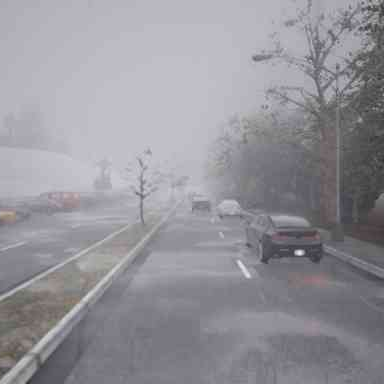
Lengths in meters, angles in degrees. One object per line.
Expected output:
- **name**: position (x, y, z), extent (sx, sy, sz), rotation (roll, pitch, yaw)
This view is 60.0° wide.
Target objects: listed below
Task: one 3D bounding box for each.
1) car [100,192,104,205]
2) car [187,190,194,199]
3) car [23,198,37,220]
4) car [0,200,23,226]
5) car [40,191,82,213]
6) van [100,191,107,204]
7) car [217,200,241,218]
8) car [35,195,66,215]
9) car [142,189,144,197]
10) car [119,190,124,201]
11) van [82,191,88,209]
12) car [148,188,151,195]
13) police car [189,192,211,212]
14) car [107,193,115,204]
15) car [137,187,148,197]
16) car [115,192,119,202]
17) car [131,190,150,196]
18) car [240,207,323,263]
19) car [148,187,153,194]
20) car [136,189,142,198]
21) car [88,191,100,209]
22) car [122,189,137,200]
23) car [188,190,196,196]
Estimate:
- **car**: position (-13.860, 1.118, 41.317), extent (4.892, 1.521, 2.231), rotation (-1, 1, -20)
- **car**: position (-0.014, 0.549, 70.897), extent (2.128, 1.511, 4.902), rotation (0, 1, 0)
- **car**: position (-13.846, 1.405, 23.426), extent (4.792, 1.488, 2.163), rotation (-1, 0, -20)
- **car**: position (-13.702, 1.400, 20.499), extent (5.366, 1.575, 1.946), rotation (-1, 0, -20)
- **car**: position (-13.899, 1.008, 32.350), extent (5.566, 2.045, 2.435), rotation (-1, 1, -20)
- **van**: position (-13.976, 0.846, 44.253), extent (4.442, 1.987, 1.878), rotation (-1, 1, -20)
- **car**: position (3.083, 1.354, 27.712), extent (1.812, 1.442, 4.674), rotation (0, 1, 0)
- **car**: position (-13.867, 1.341, 29.383), extent (4.674, 1.452, 2.002), rotation (-1, 1, -20)
- **car**: position (-13.856, 0.623, 74.282), extent (4.674, 1.452, 2.002), rotation (-1, 1, -20)
- **car**: position (-13.835, 0.956, 53.282), extent (4.792, 1.488, 2.163), rotation (-1, 1, -20)
- **van**: position (-13.763, 0.984, 35.393), extent (4.442, 1.987, 1.878), rotation (-1, 1, -20)
- **car**: position (-13.676, 0.389, 83.353), extent (5.366, 1.575, 1.946), rotation (-1, 1, -20)
- **police car**: position (0.893, 1.156, 34.430), extent (1.930, 1.638, 5.238), rotation (0, 1, 0)
- **car**: position (-13.835, 0.896, 47.289), extent (4.553, 1.767, 2.185), rotation (-1, 1, -20)
- **car**: position (-13.828, 0.277, 77.295), extent (5.566, 2.045, 2.435), rotation (-1, 1, -20)
- **car**: position (-13.857, 1.015, 50.264), extent (4.674, 1.452, 2.002), rotation (-1, 1, -20)
- **car**: position (-13.871, 0.276, 89.279), extent (4.792, 1.488, 2.163), rotation (-1, 2, -20)
- **car**: position (3.084, 1.476, 11.943), extent (1.837, 1.490, 4.892), rotation (0, 0, 0)
- **car**: position (-13.875, 0.073, 86.274), extent (5.566, 2.045, 2.435), rotation (-1, 2, -20)
- **car**: position (-14.025, 0.637, 71.209), extent (5.366, 1.575, 1.946), rotation (-1, 1, -20)
- **car**: position (-13.846, 0.913, 38.345), extent (5.566, 2.045, 2.435), rotation (-1, 1, -20)
- **car**: position (-13.830, 0.764, 65.286), extent (4.792, 1.488, 2.163), rotation (-1, 1, -20)
- **car**: position (-0.017, 0.255, 85.894), extent (2.033, 1.411, 5.357), rotation (0, 1, 0)
